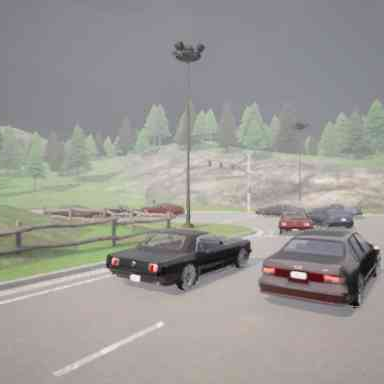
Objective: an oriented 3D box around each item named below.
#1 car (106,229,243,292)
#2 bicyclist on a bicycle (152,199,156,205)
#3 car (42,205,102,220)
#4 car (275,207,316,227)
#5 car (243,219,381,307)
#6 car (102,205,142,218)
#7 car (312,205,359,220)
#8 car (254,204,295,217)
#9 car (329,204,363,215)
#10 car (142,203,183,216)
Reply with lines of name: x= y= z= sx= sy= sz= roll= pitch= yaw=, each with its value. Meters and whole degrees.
car: x=-0.036 y=1.723 z=9.486 sx=1.895 sy=1.301 sz=4.718 roll=-1 pitch=-1 yaw=35
bicyclist on a bicycle: x=-5.697 y=1.936 z=49.931 sx=0.582 sy=1.620 sz=1.656 roll=0 pitch=-1 yaw=14
car: x=-12.092 y=1.966 z=32.879 sx=5.357 sy=1.411 sz=2.033 roll=0 pitch=-1 yaw=12
car: x=6.329 y=1.864 z=20.694 sx=1.895 sy=1.301 sz=4.718 roll=0 pitch=-1 yaw=15
car: x=3.455 y=1.654 z=8.374 sx=2.033 sy=1.411 sz=5.357 roll=-1 pitch=-1 yaw=35
car: x=-8.202 y=2.052 z=35.492 sx=4.718 sy=1.301 sz=1.895 roll=0 pitch=-1 yaw=16
car: x=9.720 y=1.873 z=24.378 sx=1.994 sy=1.385 sz=4.181 roll=1 pitch=-1 yaw=-14
car: x=9.546 y=2.006 z=36.192 sx=5.357 sy=1.411 sz=2.033 roll=-1 pitch=-1 yaw=37
car: x=15.276 y=1.998 z=35.648 sx=2.033 sy=1.411 sz=5.357 roll=1 pitch=-1 yaw=-41
car: x=-3.437 y=1.954 z=37.511 sx=5.008 sy=1.535 sz=1.882 roll=0 pitch=-1 yaw=20
